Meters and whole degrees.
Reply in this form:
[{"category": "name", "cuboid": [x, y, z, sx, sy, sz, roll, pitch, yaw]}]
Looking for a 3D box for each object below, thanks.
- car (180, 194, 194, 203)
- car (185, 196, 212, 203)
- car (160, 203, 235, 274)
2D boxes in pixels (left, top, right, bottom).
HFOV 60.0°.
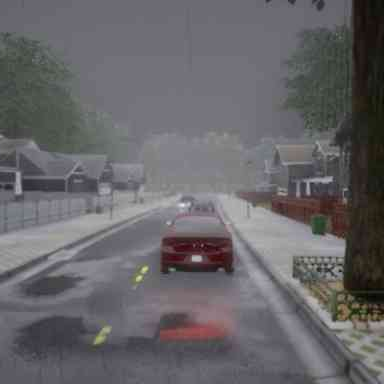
[{"category": "car", "cuboid": [-0.649, 0.919, 49.161, 1.895, 1.301, 4.718, 0, 1, 4]}, {"category": "car", "cuboid": [0.801, 1.229, 26.081, 1.895, 1.301, 4.718, 0, 1, 4]}, {"category": "car", "cuboid": [0.191, 1.326, 10.095, 1.882, 1.535, 5.008, 0, 1, 2]}]
